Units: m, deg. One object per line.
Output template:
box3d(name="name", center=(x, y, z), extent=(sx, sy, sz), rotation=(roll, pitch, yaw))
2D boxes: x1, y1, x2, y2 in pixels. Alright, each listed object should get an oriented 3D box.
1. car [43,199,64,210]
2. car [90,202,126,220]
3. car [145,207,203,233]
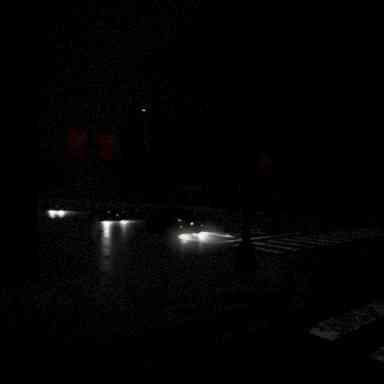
box3d(name="car", center=(-18.726, 1.661, 44.909), extent=(2.128, 1.511, 4.902), rotation=(0, 0, -35))
box3d(name="car", center=(-7.471, 1.622, 29.148), extent=(1.812, 1.442, 4.674), rotation=(0, 0, -36))
box3d(name="car", center=(-1.169, 1.618, 20.372), extent=(1.994, 1.385, 4.181), rotation=(0, 0, -36))
